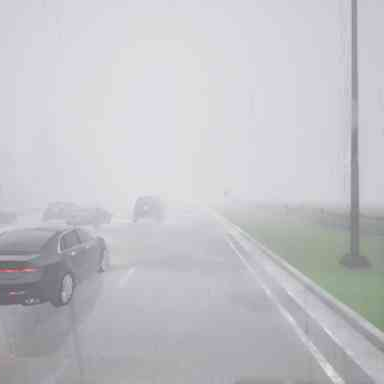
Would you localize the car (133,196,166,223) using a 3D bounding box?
[{"bbox_3d":[-3.419,1.361,27.363,2.150,2.045,5.566,0,0,0],"label":"car"}]

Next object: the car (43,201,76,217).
[{"bbox_3d":[-10.419,1.494,27.435,2.097,1.767,4.553,0,0,0],"label":"car"}]

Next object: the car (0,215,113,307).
[{"bbox_3d":[-3.406,1.547,8.060,1.837,1.490,4.892,0,0,0],"label":"car"}]

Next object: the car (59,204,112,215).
[{"bbox_3d":[-6.915,1.666,22.904,2.033,1.411,5.357,0,0,0],"label":"car"}]

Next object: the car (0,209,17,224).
[{"bbox_3d":[-13.916,1.665,22.288,2.033,1.411,5.357,0,0,0],"label":"car"}]
